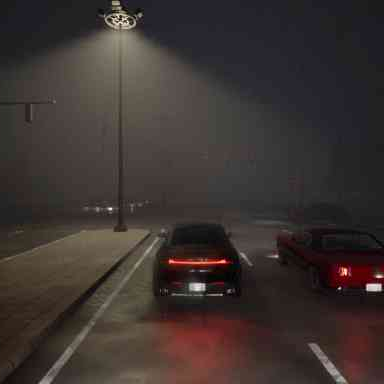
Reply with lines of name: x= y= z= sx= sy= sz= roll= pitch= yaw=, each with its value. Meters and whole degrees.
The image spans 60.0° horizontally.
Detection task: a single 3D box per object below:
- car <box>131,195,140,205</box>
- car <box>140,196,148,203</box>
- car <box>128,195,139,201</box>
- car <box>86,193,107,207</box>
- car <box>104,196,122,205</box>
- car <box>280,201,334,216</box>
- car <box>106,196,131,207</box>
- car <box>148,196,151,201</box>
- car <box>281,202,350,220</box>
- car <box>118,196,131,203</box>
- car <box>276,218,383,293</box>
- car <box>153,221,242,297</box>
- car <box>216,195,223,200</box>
car: x=-11.192 y=1.498 z=60.364 sx=1.837 sy=1.490 sz=4.892 roll=0 pitch=0 yaw=1
car: x=-11.065 y=1.587 z=69.338 sx=1.895 sy=1.301 sz=4.718 roll=0 pitch=0 yaw=0
car: x=-14.466 y=1.507 z=82.303 sx=1.812 sy=1.442 sz=4.674 roll=0 pitch=0 yaw=1
car: x=-14.766 y=1.215 z=51.904 sx=2.150 sy=2.045 sz=5.566 roll=0 pitch=0 yaw=0
car: x=-14.659 y=1.540 z=62.153 sx=2.033 sy=1.411 sz=5.357 roll=0 pitch=0 yaw=1
car: x=11.197 y=1.597 z=32.556 sx=4.718 sy=1.301 sz=1.895 roll=0 pitch=0 yaw=8
car: x=-11.273 y=1.595 z=51.354 sx=1.895 sy=1.301 sz=4.718 roll=0 pitch=0 yaw=0
car: x=-10.999 y=1.543 z=79.189 sx=1.994 sy=1.385 sz=4.181 roll=0 pitch=0 yaw=0
car: x=9.314 y=1.523 z=24.865 sx=4.674 sy=1.442 sz=1.812 roll=0 pitch=0 yaw=-1
car: x=-14.547 y=1.544 z=72.099 sx=1.994 sy=1.385 sz=4.181 roll=0 pitch=0 yaw=0
car: x=3.629 y=1.600 z=8.795 sx=1.895 sy=1.301 sz=4.718 roll=0 pitch=0 yaw=1
car: x=0.126 y=1.504 z=8.550 sx=1.837 sy=1.490 sz=4.892 roll=0 pitch=0 yaw=1
car: x=7.847 y=1.542 z=94.695 sx=1.994 sy=1.385 sz=4.181 roll=0 pitch=0 yaw=2
